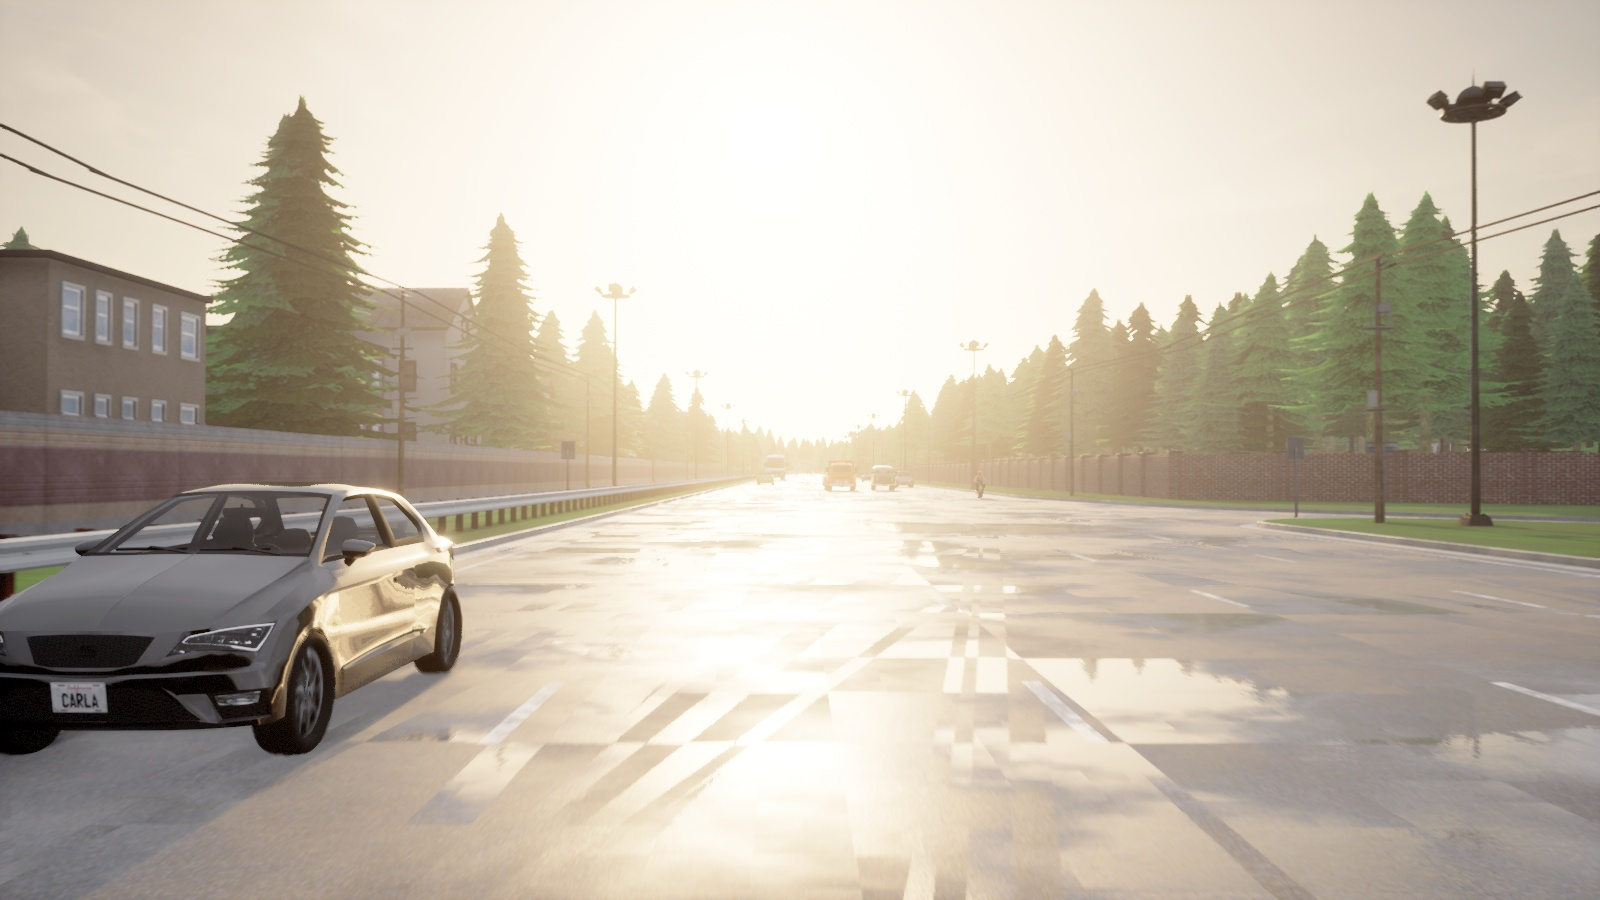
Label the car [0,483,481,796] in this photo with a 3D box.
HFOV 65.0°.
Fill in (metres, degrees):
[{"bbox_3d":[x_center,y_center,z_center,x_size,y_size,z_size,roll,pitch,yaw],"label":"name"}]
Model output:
[{"bbox_3d":[-3.521,0.980,8.220,1.816,1.474,4.193,0,-1,0],"label":"car"}]
